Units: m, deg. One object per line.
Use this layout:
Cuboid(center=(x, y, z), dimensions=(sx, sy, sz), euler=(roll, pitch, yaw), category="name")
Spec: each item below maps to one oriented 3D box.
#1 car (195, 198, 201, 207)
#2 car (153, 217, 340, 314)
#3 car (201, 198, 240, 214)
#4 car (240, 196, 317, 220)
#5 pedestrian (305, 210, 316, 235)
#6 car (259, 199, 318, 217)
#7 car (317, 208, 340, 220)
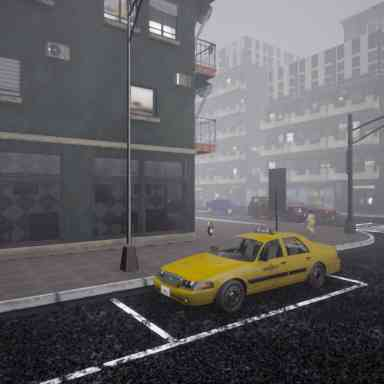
Cuboid(center=(-0.042, 1.466, 48.667), dimensions=(1.802, 1.307, 4.206), euler=(0, 0, -36), category="car")
Cuboid(center=(1.464, 1.525, 7.605), dimensions=(4.829, 1.417, 1.752), euler=(0, 0, -36), category="car")
Cuboid(center=(3.462, 1.400, 33.952), dimensions=(1.882, 1.535, 5.008), euler=(0, 0, -36), category="car")
Cuboid(center=(6.463, 1.264, 25.399), dimensions=(2.192, 1.841, 5.009), euler=(0, 0, -36), category="car")
Cuboid(center=(5.864, 1.415, 16.217), dimensions=(0.375, 1.300, 0.375), euler=(0, 0, -36), category="pedestrian")
Cuboid(center=(9.006, 1.484, 31.576), dimensions=(2.033, 1.411, 5.357), euler=(0, 0, -35), category="car")
Cuboid(center=(9.057, 1.552, 26.251), dimensions=(1.895, 1.301, 4.718), euler=(0, 0, -37), category="car")
